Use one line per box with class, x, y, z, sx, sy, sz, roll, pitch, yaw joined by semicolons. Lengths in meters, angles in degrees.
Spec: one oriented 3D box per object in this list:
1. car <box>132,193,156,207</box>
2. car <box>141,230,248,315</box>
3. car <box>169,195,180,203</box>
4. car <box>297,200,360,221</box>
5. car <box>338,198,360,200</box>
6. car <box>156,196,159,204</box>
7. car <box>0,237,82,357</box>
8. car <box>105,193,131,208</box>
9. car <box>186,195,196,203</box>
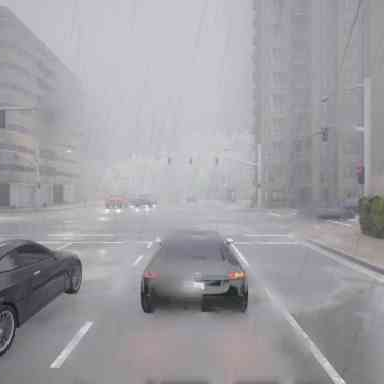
car;-7.204;1.221;50.626;2.150;2.045;5.566;0;0;0
car;0.049;1.564;7.638;1.994;1.385;4.181;0;0;0
car;-3.548;1.352;67.503;2.097;1.767;4.553;0;0;0
car;10.616;1.564;26.506;4.181;1.385;1.994;0;0;0
car;15.514;1.352;33.678;4.553;1.767;2.097;0;0;1
car;-7.195;1.491;60.650;2.128;1.511;4.902;0;0;0
car;-3.460;1.526;5.836;1.812;1.442;4.674;0;0;0
car;-10.699;1.221;47.494;2.150;2.045;5.566;0;0;0
car;-0.152;1.355;72.555;2.097;1.767;4.553;0;0;0
